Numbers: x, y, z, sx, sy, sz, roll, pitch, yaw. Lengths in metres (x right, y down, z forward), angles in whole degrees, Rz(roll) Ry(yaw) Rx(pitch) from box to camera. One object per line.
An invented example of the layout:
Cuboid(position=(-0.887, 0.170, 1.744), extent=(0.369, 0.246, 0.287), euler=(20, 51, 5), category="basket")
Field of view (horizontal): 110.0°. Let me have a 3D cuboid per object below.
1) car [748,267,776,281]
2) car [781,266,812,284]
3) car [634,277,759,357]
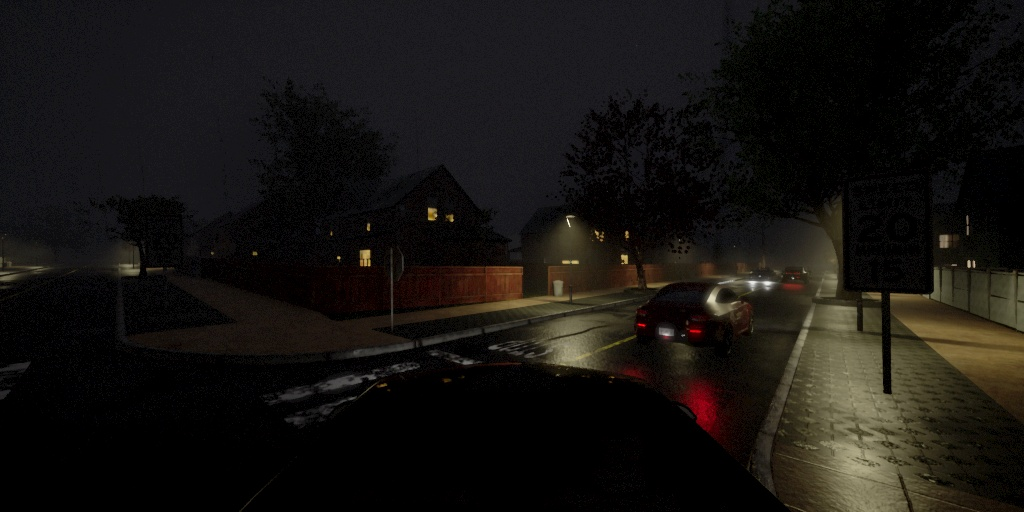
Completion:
Cuboid(position=(25.876, 1.854, 37.008), extent=(1.994, 1.385, 4.181), euler=(-1, -1, 42), category="car")
Cuboid(position=(26.164, 1.730, 33.093), extent=(1.837, 1.490, 4.892), euler=(-1, -1, 42), category="car")
Cuboid(position=(4.587, 1.366, 8.837), extent=(1.812, 1.442, 4.674), euler=(-1, -1, 42), category="car")
